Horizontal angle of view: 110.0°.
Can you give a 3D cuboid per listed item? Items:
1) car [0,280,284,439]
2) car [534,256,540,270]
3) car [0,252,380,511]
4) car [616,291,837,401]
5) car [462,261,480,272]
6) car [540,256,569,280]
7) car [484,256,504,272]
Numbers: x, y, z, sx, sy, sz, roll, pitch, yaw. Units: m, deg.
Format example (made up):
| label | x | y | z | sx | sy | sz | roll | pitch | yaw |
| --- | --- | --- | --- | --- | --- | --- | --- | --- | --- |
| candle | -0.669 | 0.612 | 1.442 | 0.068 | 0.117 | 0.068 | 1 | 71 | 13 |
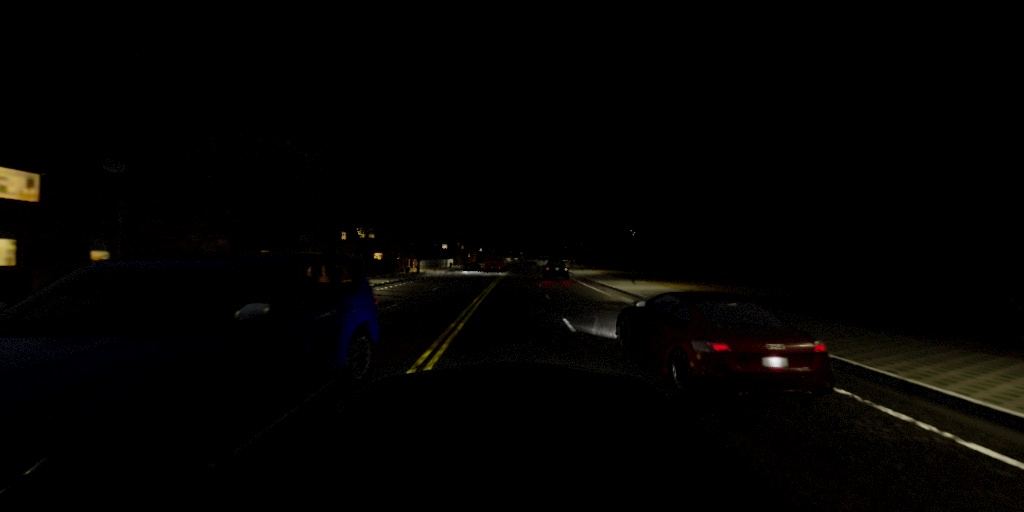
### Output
| label | x | y | z | sx | sy | sz | roll | pitch | yaw |
| --- | --- | --- | --- | --- | --- | --- | --- | --- | --- |
| car | -6.585 | 1.288 | 6.061 | 2.033 | 1.411 | 5.357 | 0 | 0 | 0 |
| car | 4.697 | 1.006 | 53.316 | 2.150 | 2.045 | 5.566 | 0 | 0 | 3 |
| car | -3.338 | 0.967 | 3.933 | 2.150 | 2.045 | 5.566 | 0 | 0 | 0 |
| car | 3.369 | 1.322 | 6.587 | 1.994 | 1.385 | 4.181 | 0 | 0 | 0 |
| car | -5.403 | 1.338 | 47.812 | 1.994 | 1.385 | 4.181 | 0 | 0 | 3 |
| car | 3.864 | 1.125 | 32.205 | 2.097 | 1.767 | 4.553 | 0 | 0 | 2 |
| car | -2.243 | 0.995 | 45.992 | 2.150 | 2.045 | 5.566 | 0 | 0 | 3 |
